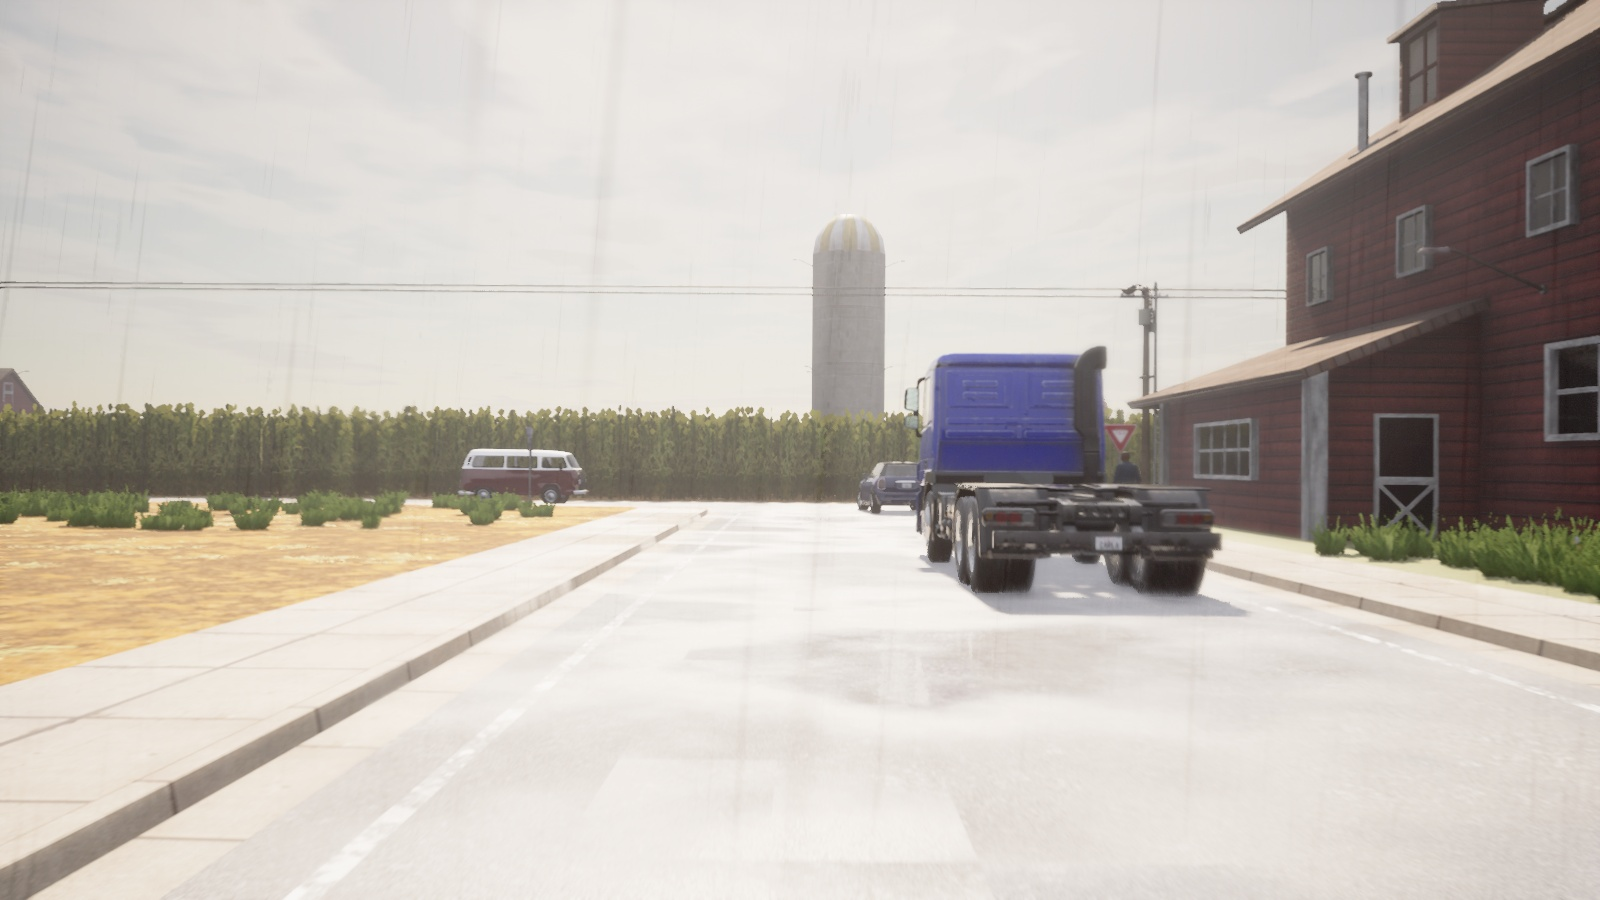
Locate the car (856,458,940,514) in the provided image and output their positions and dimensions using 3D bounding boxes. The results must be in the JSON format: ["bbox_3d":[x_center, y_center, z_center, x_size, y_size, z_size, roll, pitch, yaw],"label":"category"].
[{"bbox_3d":[3.185,1.146,41.700,2.097,1.767,4.553,0,-1,-5],"label":"car"}]

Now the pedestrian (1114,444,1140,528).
[{"bbox_3d":[7.182,0.786,27.626,0.370,1.835,0.726,0,-1,-1],"label":"pedestrian"}]

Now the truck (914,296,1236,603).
[{"bbox_3d":[3.455,0.035,18.112,2.891,3.462,7.936,0,-1,0],"label":"truck"}]

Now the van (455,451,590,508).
[{"bbox_3d":[-10.106,1.077,46.053,4.480,2.038,2.069,0,-1,1],"label":"van"}]
